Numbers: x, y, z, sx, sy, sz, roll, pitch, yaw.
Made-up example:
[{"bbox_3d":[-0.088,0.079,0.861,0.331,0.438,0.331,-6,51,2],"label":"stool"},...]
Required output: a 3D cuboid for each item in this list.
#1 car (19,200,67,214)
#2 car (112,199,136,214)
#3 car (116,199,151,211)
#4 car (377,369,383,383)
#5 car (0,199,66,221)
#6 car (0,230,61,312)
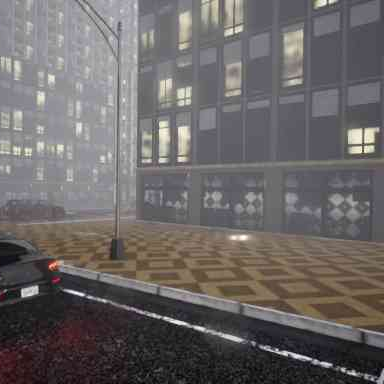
[{"bbox_3d":[-17.226,1.643,38.582,1.752,1.417,4.829,1,0,36],"label":"car"},{"bbox_3d":[-6.930,1.830,38.425,1.752,1.417,4.829,1,0,36],"label":"car"},{"bbox_3d":[-8.128,1.766,46.535,1.837,1.490,4.892,1,1,36],"label":"car"},{"bbox_3d":[3.259,1.353,1.362,4.553,1.767,2.097,0,0,35],"label":"car"},{"bbox_3d":[-13.722,1.520,29.209,2.192,1.841,5.009,1,0,36],"label":"car"},{"bbox_3d":[-4.630,1.522,6.976,4.674,1.442,1.812,0,0,35],"label":"car"}]
